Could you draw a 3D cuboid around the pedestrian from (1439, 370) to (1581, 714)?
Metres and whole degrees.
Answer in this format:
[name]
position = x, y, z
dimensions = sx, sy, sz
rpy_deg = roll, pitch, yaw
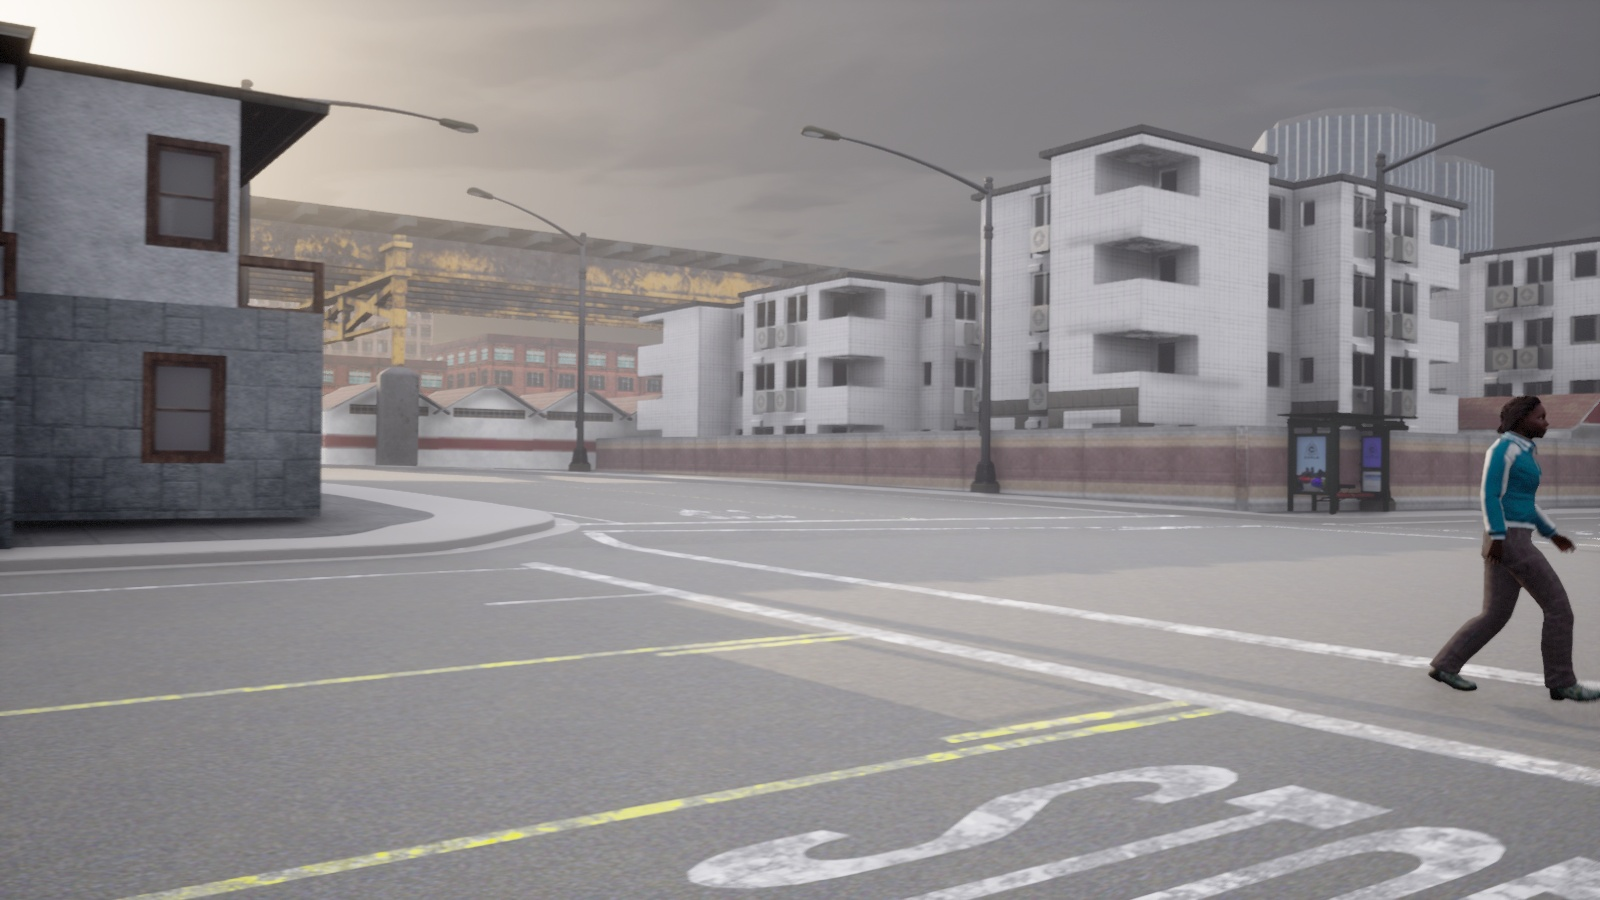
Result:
[pedestrian]
position = 4.191, 0.517, 7.417
dimensions = 0.692, 1.930, 0.396
rpy_deg = 0, -1, 34
